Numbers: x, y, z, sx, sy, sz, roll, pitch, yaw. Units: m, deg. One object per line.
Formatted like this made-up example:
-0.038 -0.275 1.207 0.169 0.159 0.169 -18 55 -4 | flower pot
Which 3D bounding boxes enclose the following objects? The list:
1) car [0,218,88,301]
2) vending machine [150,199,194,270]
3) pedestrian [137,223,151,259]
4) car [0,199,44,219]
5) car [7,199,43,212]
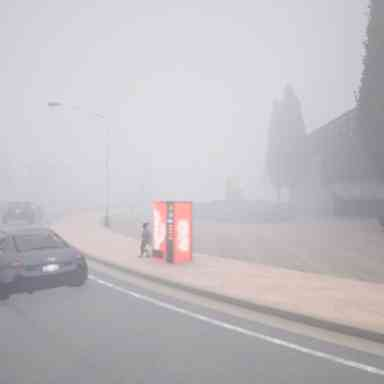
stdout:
-4.373 1.608 8.655 1.994 1.385 4.181 1 -1 -42 | car
-0.640 1.276 10.609 1.100 2.100 0.880 1 -1 -42 | vending machine
-1.527 1.220 10.810 0.375 1.860 0.375 1 -1 -42 | pedestrian
-13.178 1.481 26.259 2.097 1.767 4.553 1 0 -14 | car
-21.211 1.698 42.460 1.882 1.535 5.008 0 -1 2 | car
